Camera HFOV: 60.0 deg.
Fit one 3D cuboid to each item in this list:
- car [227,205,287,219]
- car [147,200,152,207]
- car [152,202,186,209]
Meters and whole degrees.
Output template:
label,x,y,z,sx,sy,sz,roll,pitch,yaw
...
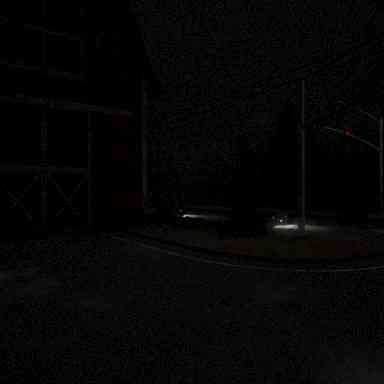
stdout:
label,x,y,z,sx,sy,sz,roll,pitch,yaw
car,4.948,1.724,26.249,2.033,1.411,5.357,0,0,-34
car,-7.323,1.893,50.704,1.994,1.385,4.181,0,0,-34
car,-2.322,1.809,36.861,1.994,1.385,4.181,0,0,-34
